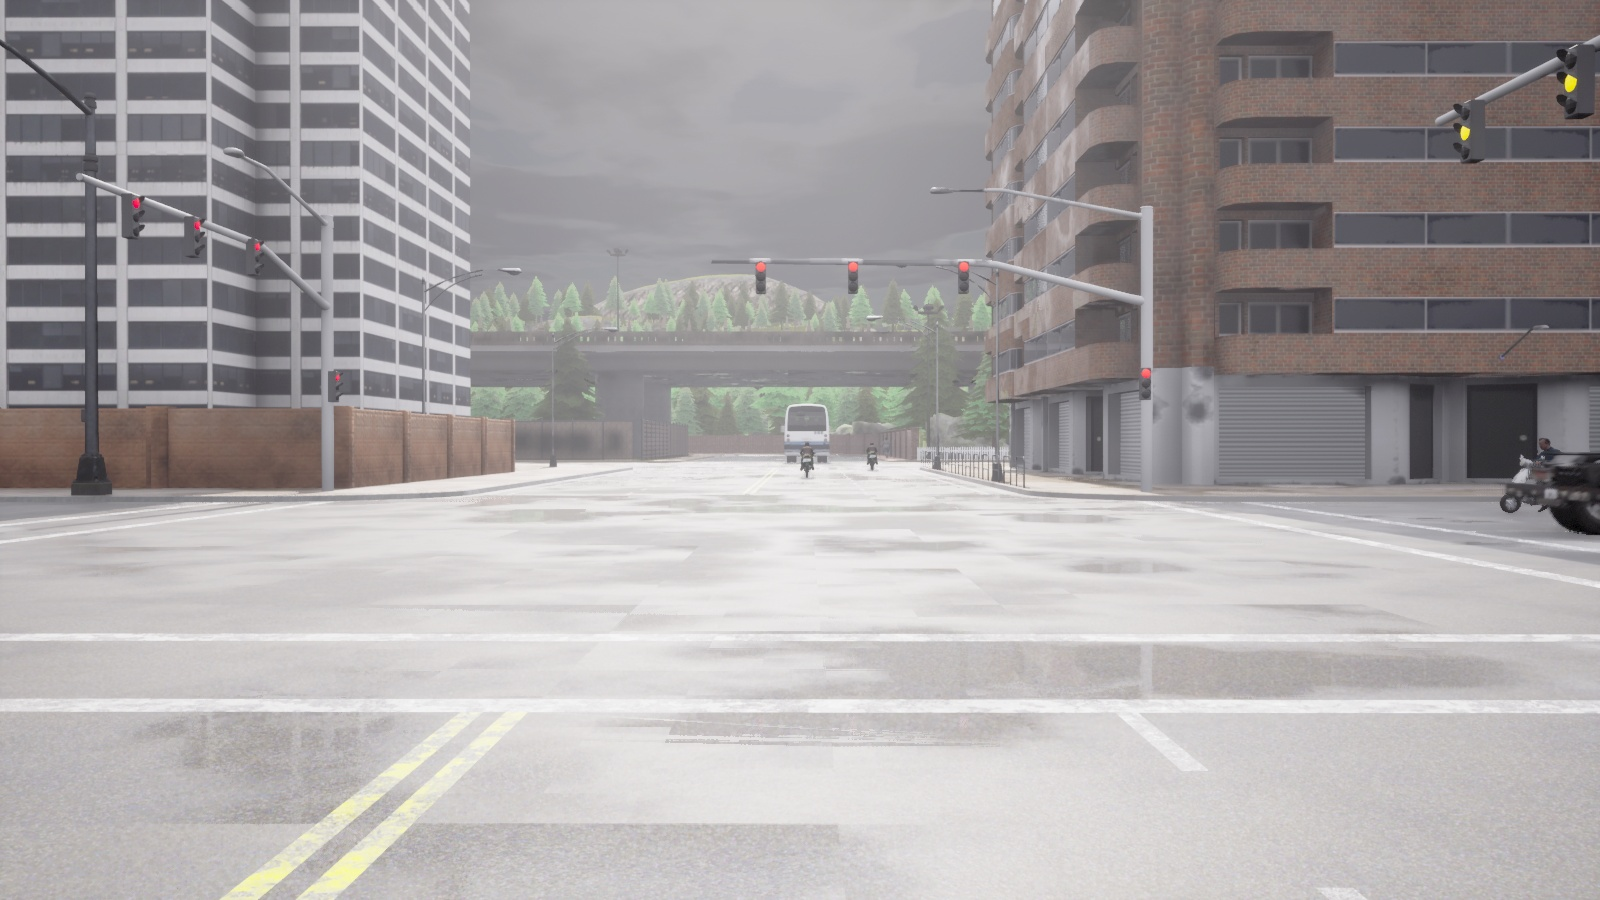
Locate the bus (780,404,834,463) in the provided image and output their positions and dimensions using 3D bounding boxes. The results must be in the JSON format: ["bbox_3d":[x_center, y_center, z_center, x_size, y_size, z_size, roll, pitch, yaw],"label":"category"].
[{"bbox_3d":[0.532,-1.189,95.692,3.944,4.253,10.273,0,0,0],"label":"bus"}]

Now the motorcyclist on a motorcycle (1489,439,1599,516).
[{"bbox_3d":[15.578,0.564,26.303,1.817,1.590,0.866,0,0,1],"label":"motorcyclist on a motorcycle"}]

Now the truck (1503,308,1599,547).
[{"bbox_3d":[15.598,-0.332,19.298,7.936,3.462,2.891,0,0,1],"label":"truck"}]

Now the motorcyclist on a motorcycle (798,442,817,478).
[{"bbox_3d":[0.306,0.425,53.864,0.797,1.523,2.044,0,0,0],"label":"motorcyclist on a motorcycle"}]
